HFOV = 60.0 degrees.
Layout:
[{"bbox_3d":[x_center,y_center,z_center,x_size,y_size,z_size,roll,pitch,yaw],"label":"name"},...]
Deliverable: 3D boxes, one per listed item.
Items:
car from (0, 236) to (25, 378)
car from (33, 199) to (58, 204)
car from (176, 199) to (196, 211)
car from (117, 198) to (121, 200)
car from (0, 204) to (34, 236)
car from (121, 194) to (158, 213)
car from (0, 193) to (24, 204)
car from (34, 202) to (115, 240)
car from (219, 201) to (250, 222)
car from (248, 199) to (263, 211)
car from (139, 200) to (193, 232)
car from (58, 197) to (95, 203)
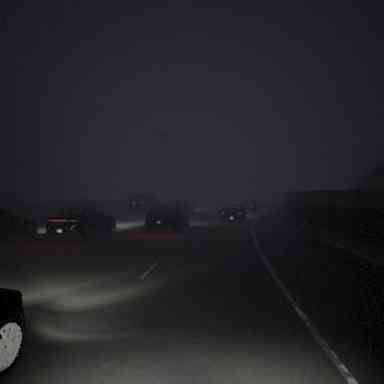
[{"bbox_3d":[-3.209,1.465,2.480,1.882,1.535,5.008,0,0,1],"label":"car"},{"bbox_3d":[-18.030,1.554,42.437,1.895,1.301,4.718,0,0,17],"label":"car"},{"bbox_3d":[-0.956,1.523,37.754,2.128,1.511,4.902,0,0,16],"label":"car"},{"bbox_3d":[-13.963,1.519,71.581,1.895,1.301,4.718,0,0,27],"label":"car"},{"bbox_3d":[-9.189,1.496,15.531,1.812,1.442,4.674,0,0,7],"label":"car"},{"bbox_3d":[-5.112,1.231,36.067,2.150,2.045,5.566,0,0,15],"label":"car"},{"bbox_3d":[-22.530,1.149,39.353,2.150,2.045,5.566,0,0,15],"label":"car"},{"bbox_3d":[-5.479,1.481,16.965,2.128,1.511,4.902,0,0,7],"label":"car"},{"bbox_3d":[3.436,1.643,27.000,1.895,1.301,4.718,0,0,12],"label":"car"},{"bbox_3d":[7.906,1.604,42.340,1.812,1.442,4.674,0,0,19],"label":"car"},{"bbox_3d":[-1.413,1.490,20.460,1.882,1.535,5.008,0,0,9],"label":"car"},{"bbox_3d":[-14.357,1.448,42.464,1.882,1.535,5.008,0,0,17],"label":"car"}]
